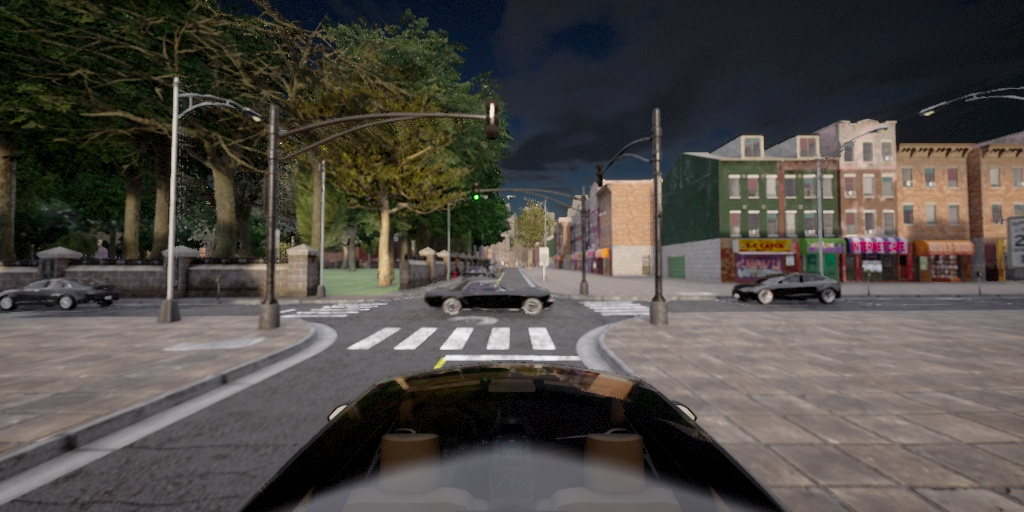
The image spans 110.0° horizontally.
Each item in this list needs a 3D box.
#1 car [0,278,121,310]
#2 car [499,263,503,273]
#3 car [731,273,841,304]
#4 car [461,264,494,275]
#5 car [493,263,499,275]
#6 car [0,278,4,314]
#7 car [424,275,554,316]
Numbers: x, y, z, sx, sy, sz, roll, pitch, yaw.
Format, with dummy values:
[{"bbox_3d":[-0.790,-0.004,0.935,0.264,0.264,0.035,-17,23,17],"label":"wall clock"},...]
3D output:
[{"bbox_3d":[-20.580,1.688,16.337,4.403,1.370,2.007,0,0,0],"label":"car"},{"bbox_3d":[-2.670,2.028,62.674,2.097,1.767,4.553,0,-1,0],"label":"car"},{"bbox_3d":[12.404,1.424,16.301,4.313,1.339,1.948,0,0,0],"label":"car"},{"bbox_3d":[-2.818,1.603,28.119,2.128,1.511,4.902,0,-1,0],"label":"car"},{"bbox_3d":[-2.791,1.820,41.316,1.837,1.490,4.892,0,-1,0],"label":"car"},{"bbox_3d":[-23.078,1.613,13.724,4.674,1.442,1.812,0,-2,0],"label":"car"},{"bbox_3d":[-0.800,1.507,13.688,4.718,1.301,1.895,0,-1,0],"label":"car"}]
